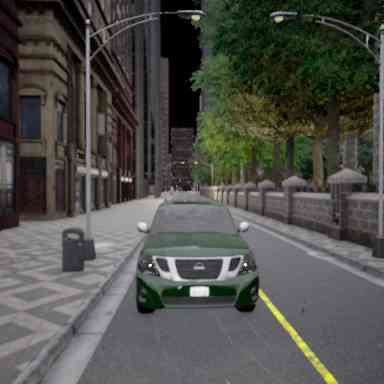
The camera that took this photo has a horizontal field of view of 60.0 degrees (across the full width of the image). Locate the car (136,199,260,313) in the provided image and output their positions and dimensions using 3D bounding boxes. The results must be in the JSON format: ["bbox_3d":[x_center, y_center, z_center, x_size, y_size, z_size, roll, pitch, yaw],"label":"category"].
[{"bbox_3d":[0.000,1.220,8.017,2.150,2.045,5.566,0,0,-3],"label":"car"}]
